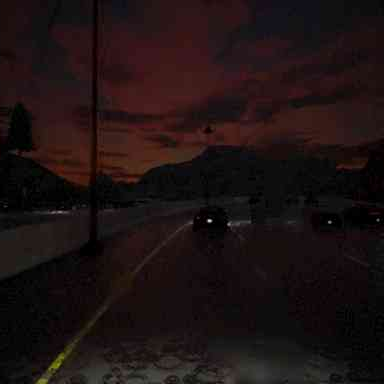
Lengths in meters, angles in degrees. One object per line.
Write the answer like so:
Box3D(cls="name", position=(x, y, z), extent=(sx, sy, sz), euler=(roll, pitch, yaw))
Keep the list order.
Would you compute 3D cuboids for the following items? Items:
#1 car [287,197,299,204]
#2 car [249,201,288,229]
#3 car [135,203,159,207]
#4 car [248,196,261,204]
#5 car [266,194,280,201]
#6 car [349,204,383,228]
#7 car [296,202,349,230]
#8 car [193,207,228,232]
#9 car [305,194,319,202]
Box3D(cls="car", position=(19.256, 1.640, 63.518), extent=(1.882, 1.535, 5.008), euler=(0, 0, 22))
Box3D(cls="car", position=(4.887, 1.568, 21.890), extent=(1.812, 1.442, 4.674), euler=(0, 0, 7))
Box3D(cls="car", position=(-5.571, 1.181, 43.275), extent=(2.150, 2.045, 5.566), euler=(0, 0, 14))
Box3D(cls="car", position=(12.230, 1.614, 64.751), extent=(1.837, 1.490, 4.892), euler=(-1, 0, 22))
Box3D(cls="car", position=(15.684, 1.357, 64.296), extent=(2.150, 2.045, 5.566), euler=(0, 0, 23))
Box3D(cls="car", position=(12.129, 1.589, 23.457), extent=(2.128, 1.511, 4.902), euler=(0, 0, 8))
Box3D(cls="car", position=(8.390, 1.595, 21.809), extent=(1.812, 1.442, 4.674), euler=(0, 0, 8))
Box3D(cls="car", position=(1.214, 1.579, 20.394), extent=(1.994, 1.385, 4.181), euler=(0, 0, 7))
Box3D(cls="car", position=(22.598, 1.408, 62.719), extent=(2.150, 2.045, 5.566), euler=(0, 0, 23))
